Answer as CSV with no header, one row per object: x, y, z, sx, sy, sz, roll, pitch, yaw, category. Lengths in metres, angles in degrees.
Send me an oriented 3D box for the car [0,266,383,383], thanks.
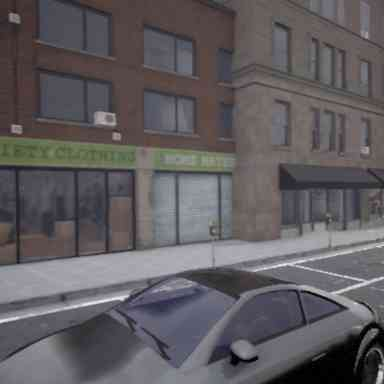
0.202,1.563,3.397,4.181,1.385,1.994,0,0,-36,car
